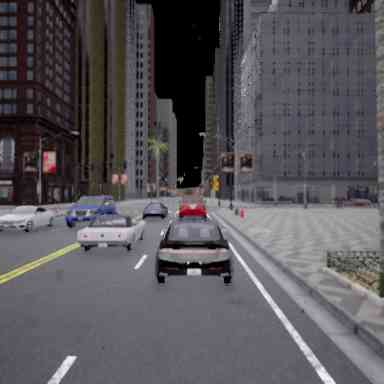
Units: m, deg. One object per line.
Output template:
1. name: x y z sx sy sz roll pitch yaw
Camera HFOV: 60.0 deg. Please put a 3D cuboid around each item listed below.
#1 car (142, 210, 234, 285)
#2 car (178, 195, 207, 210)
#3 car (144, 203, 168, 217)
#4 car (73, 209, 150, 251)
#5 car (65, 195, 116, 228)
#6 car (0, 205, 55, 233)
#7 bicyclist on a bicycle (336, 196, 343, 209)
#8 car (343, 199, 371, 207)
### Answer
1. car: 0.063 1.492 9.517 2.128 1.511 4.902 0 0 0
2. car: 0.056 1.270 27.766 2.150 2.045 5.566 0 0 0
3. car: -3.196 1.621 29.765 1.994 1.385 4.181 0 0 0
4. car: -3.177 1.607 14.108 1.895 1.301 4.718 0 0 0
5. car: -6.620 1.251 22.478 2.150 2.045 5.566 0 0 0
6. car: -9.868 1.544 20.026 1.812 1.442 4.674 0 0 0
7. bicyclist on a bicycle: 18.346 1.300 41.583 0.582 1.620 1.656 0 -1 -1
8. car: 26.402 1.711 53.203 4.206 1.307 1.802 0 -1 -1
